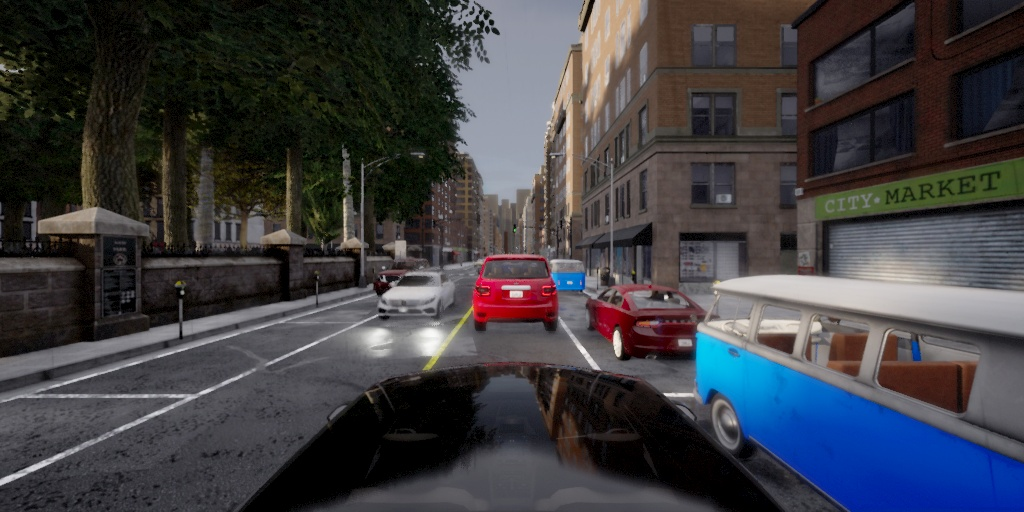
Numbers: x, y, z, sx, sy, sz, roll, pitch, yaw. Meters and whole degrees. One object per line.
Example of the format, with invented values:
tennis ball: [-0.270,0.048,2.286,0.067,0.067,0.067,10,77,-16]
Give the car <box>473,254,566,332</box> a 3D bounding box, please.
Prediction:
car: [0.092,0.968,10.954,2.150,2.045,5.566,0,0,0]

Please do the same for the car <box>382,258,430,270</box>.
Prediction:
car: [-5.678,1.054,19.410,2.192,1.841,5.009,0,0,0]

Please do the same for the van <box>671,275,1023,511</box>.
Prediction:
van: [2.856,1.090,2.473,1.690,1.789,3.998,0,0,0]

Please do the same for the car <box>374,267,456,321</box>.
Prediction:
car: [-3.101,1.270,12.583,1.812,1.442,4.674,0,0,0]

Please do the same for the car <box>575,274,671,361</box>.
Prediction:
car: [2.853,1.292,8.134,1.888,1.381,4.507,0,0,0]

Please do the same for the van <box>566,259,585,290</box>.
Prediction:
van: [2.846,1.080,19.455,1.690,1.789,3.998,0,0,0]
